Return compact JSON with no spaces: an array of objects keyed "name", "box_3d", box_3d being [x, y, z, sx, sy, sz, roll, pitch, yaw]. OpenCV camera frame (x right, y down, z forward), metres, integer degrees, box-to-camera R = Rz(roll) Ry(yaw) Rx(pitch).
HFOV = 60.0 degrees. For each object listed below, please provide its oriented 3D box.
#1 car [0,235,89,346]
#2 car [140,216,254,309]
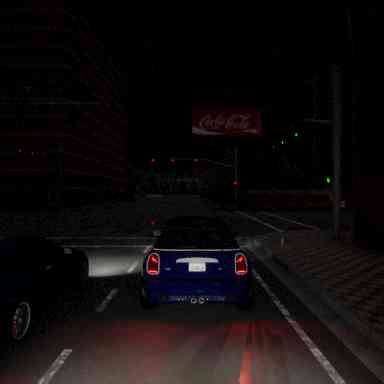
[{"name":"car","box_3d":[-3.418,1.526,6.224,1.812,1.442,4.674,0,0,0]},{"name":"car","box_3d":[0.089,1.352,8.018,2.097,1.767,4.553,0,0,0]}]
